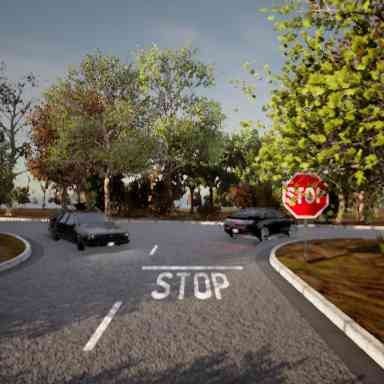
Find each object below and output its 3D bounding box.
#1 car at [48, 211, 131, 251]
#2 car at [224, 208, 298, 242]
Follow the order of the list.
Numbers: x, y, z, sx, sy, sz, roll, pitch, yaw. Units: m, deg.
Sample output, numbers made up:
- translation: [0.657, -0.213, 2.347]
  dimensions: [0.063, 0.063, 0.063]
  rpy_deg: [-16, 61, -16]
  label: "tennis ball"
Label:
- translation: [-4.723, 1.545, 14.677]
  dimensions: [2.033, 1.411, 5.357]
  rpy_deg: [1, 0, -39]
  label: "car"
- translation: [3.609, 1.550, 16.779]
  dimensions: [2.128, 1.511, 4.902]
  rpy_deg: [0, -1, 42]
  label: "car"
